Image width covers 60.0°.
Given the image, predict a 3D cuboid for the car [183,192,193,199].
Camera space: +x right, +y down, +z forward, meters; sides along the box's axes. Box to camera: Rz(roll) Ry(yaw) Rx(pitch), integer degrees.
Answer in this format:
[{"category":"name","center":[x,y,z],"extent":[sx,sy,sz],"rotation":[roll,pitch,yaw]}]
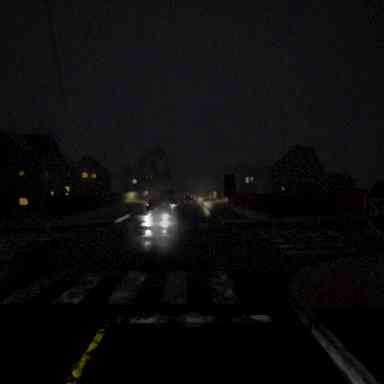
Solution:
[{"category":"car","center":[-0.894,0.756,67.362],"extent":[1.895,1.301,4.718],"rotation":[0,0,-2]}]

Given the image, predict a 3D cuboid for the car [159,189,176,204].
[{"category":"car","center":[-3.355,0.560,46.384],"extent":[2.150,2.045,5.566],"rotation":[0,2,-1]}]

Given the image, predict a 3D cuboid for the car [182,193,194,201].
[{"category":"car","center":[-0.705,0.838,57.335],"extent":[1.895,1.301,4.718],"rotation":[0,0,-1]}]

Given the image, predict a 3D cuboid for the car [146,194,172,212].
[{"category":"car","center":[-3.103,1.138,30.652],"extent":[1.895,1.301,4.718],"rotation":[0,1,-1]}]
